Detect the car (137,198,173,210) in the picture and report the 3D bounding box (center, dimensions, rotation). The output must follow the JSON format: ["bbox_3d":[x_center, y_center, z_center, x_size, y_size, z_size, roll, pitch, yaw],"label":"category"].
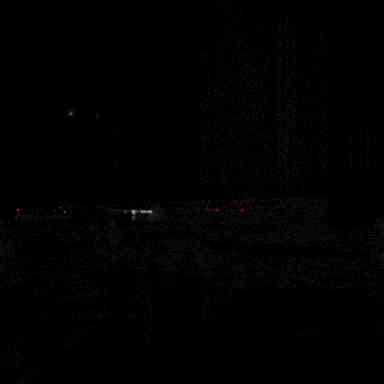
[{"bbox_3d":[-4.292,1.551,41.560,1.994,1.385,4.181,0,0,36],"label":"car"}]

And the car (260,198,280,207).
[{"bbox_3d":[12.762,1.604,54.005,1.994,1.385,4.181,0,0,36],"label":"car"}]

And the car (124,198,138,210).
[{"bbox_3d":[-6.773,1.501,43.686,1.812,1.442,4.674,0,0,36],"label":"car"}]

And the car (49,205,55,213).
[{"bbox_3d":[-12.677,1.562,35.473,1.895,1.301,4.718,0,0,36],"label":"car"}]

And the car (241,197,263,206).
[{"bbox_3d":[10.123,1.554,55.903,1.812,1.442,4.674,0,0,36],"label":"car"}]

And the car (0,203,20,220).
[{"bbox_3d":[-15.690,1.525,25.709,1.994,1.385,4.181,0,0,36],"label":"car"}]

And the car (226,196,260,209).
[{"bbox_3d":[7.087,1.378,46.015,2.097,1.767,4.553,0,0,36],"label":"car"}]

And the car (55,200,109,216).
[{"bbox_3d":[-10.592,1.573,32.807,1.895,1.301,4.718,0,0,36],"label":"car"}]

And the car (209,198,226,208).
[{"bbox_3d":[4.137,1.539,47.488,1.812,1.442,4.674,0,0,36],"label":"car"}]
